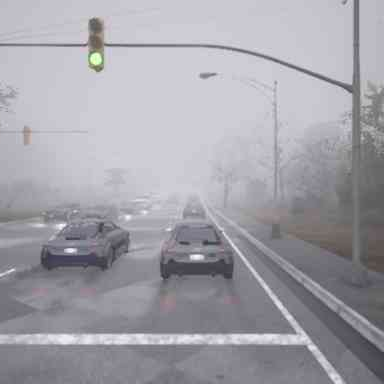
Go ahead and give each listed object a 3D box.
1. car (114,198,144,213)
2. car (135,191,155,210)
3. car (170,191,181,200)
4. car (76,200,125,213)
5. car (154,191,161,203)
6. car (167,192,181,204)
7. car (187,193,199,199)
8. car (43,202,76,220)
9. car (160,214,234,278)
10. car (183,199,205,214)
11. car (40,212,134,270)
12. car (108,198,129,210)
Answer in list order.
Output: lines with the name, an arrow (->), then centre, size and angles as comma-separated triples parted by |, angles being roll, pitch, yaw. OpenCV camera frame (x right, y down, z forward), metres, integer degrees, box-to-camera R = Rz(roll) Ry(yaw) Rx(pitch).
car -> -6.985, 1.682, 36.318 | 2.033, 1.411, 5.357 | 0, 0, 0
car -> -6.915, 1.337, 46.600 | 2.150, 2.045, 5.566 | 0, 1, 1
car -> -3.286, 0.720, 67.695 | 1.882, 1.535, 5.008 | 0, 3, 0
car -> -7.027, 1.644, 26.243 | 2.033, 1.411, 5.357 | 0, 0, 0
car -> -6.835, 0.869, 59.125 | 2.150, 2.045, 5.566 | 0, 3, 0
car -> -3.320, 1.279, 57.692 | 1.994, 1.385, 4.181 | 0, 3, 0
car -> 0.192, 1.024, 58.559 | 2.097, 1.767, 4.553 | 0, 3, 0
car -> -10.496, 1.606, 27.537 | 1.837, 1.490, 4.892 | 0, 0, 3
car -> 0.126, 1.604, 10.317 | 1.994, 1.385, 4.181 | 0, 0, 0
car -> 0.193, 1.682, 31.629 | 1.994, 1.385, 4.181 | 0, 0, 0
car -> -3.372, 1.606, 11.263 | 1.994, 1.385, 4.181 | 0, 0, 0
car -> -10.397, 1.630, 47.280 | 1.812, 1.442, 4.674 | 0, 1, 0
